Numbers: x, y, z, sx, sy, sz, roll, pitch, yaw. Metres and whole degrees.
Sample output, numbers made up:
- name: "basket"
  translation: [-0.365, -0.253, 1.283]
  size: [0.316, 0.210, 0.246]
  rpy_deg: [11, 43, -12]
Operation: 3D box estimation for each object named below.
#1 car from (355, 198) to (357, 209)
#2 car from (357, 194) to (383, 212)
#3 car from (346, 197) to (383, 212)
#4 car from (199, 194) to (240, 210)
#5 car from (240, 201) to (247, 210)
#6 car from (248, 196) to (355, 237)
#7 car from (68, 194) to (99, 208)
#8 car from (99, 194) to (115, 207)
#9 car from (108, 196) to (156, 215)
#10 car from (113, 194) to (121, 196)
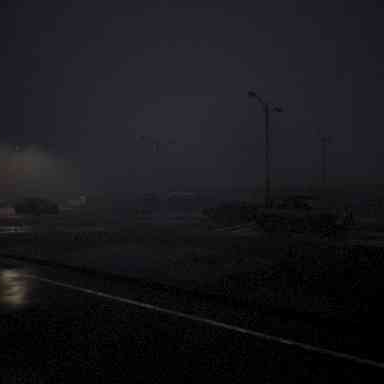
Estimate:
- name: "car"
  translation: [7.219, 1.156, 19.416]
  size: [3.866, 1.878, 1.905]
  rpy_deg: [0, 0, 34]
- name: "car"
  translation: [18.232, 1.156, 35.658]
  size: [3.866, 1.878, 1.905]
  rpy_deg: [0, 0, 34]
- name: "car"
  translation: [19.870, 1.395, 38.046]
  size: [3.806, 1.475, 1.970]
  rpy_deg: [0, 0, 34]
- name: "car"
  translation: [3.737, 1.153, 45.501]
  size: [4.605, 1.855, 1.932]
  rpy_deg: [0, 0, 34]
- name: "car"
  translation: [5.420, 1.364, 47.859]
  size: [3.905, 1.438, 1.784]
  rpy_deg: [0, 0, 34]
- name: "car"
  translation: [5.546, 1.153, 17.054]
  size: [4.605, 1.855, 1.932]
  rpy_deg: [0, 0, 34]
- name: "car"
  translation: [-14.935, 1.395, 44.748]
  size: [3.806, 1.475, 1.970]
  rpy_deg: [0, 0, 34]
- name: "car"
  translation: [-13.305, 1.363, 47.141]
  size: [3.905, 1.438, 1.784]
  rpy_deg: [0, 0, 34]
- name: "car"
  translation: [-5.697, 1.395, 31.482]
  size: [3.806, 1.475, 1.970]
  rpy_deg: [0, 0, 34]
- name: "car"
  translation: [-11.837, 1.153, 49.388]
  size: [4.605, 1.855, 1.932]
  rpy_deg: [0, 0, 34]
